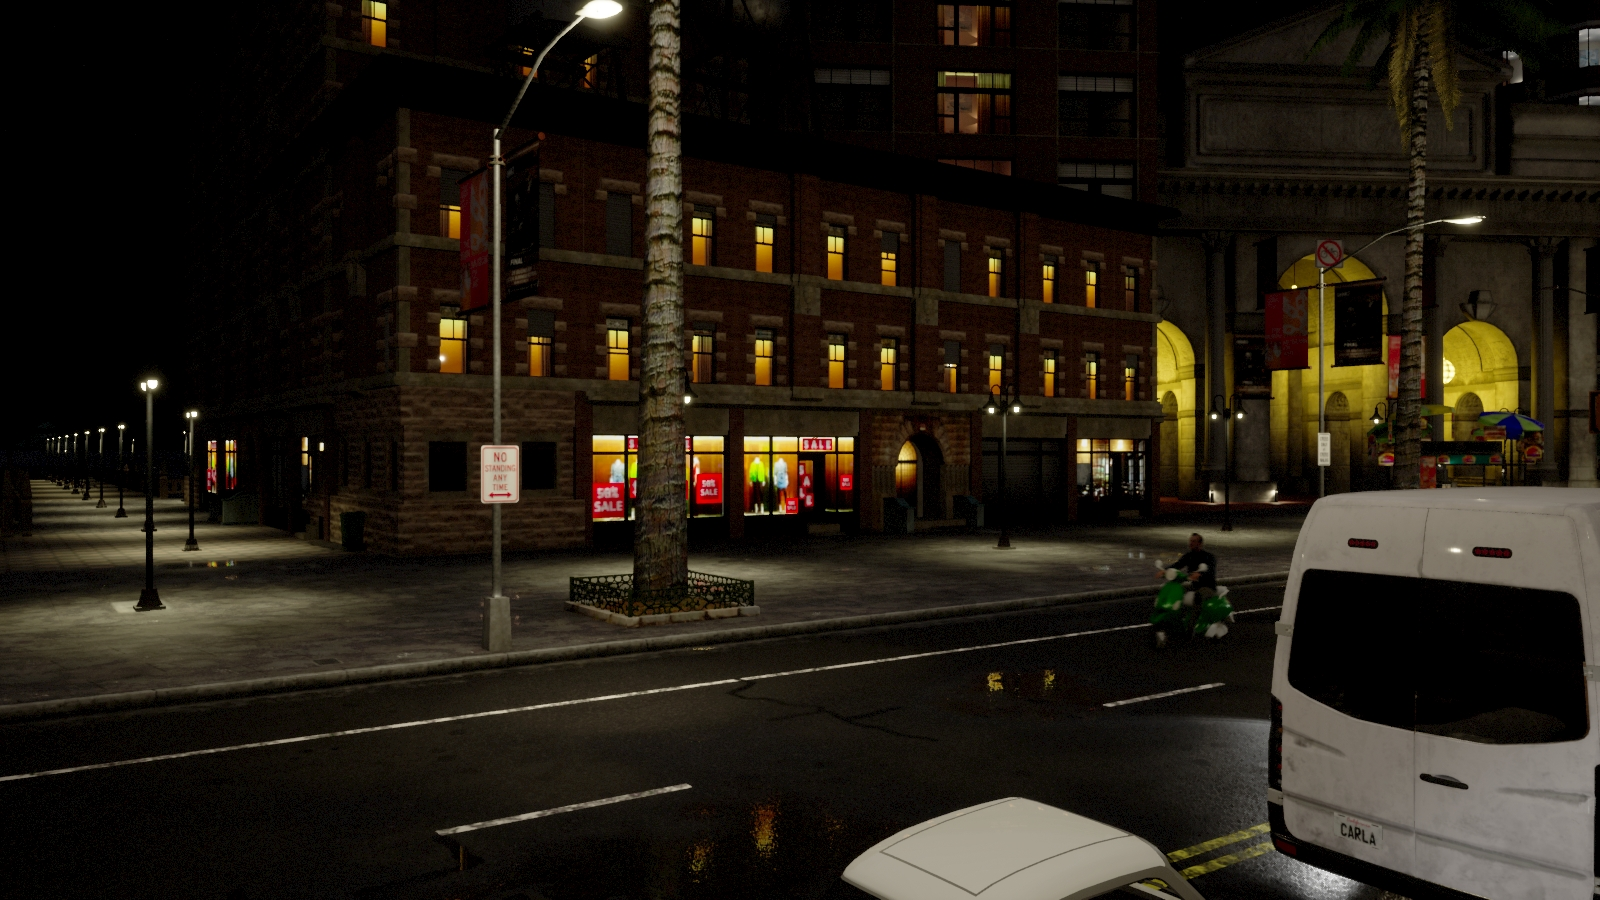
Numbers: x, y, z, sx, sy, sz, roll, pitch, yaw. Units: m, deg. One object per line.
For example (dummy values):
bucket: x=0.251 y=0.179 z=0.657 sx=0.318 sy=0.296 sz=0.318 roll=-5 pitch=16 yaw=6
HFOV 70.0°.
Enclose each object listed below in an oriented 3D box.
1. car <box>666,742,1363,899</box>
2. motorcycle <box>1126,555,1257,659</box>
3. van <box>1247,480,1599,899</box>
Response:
car: x=0.827 y=2.120 z=4.347 sx=2.207 sy=1.376 sz=1.481 roll=0 pitch=0 yaw=-35
motorcycle: x=5.550 y=2.182 z=16.163 sx=1.805 sy=1.236 sz=0.856 roll=0 pitch=0 yaw=-35
van: x=5.722 y=1.534 z=7.821 sx=5.915 sy=2.561 sz=1.988 roll=0 pitch=0 yaw=-35
